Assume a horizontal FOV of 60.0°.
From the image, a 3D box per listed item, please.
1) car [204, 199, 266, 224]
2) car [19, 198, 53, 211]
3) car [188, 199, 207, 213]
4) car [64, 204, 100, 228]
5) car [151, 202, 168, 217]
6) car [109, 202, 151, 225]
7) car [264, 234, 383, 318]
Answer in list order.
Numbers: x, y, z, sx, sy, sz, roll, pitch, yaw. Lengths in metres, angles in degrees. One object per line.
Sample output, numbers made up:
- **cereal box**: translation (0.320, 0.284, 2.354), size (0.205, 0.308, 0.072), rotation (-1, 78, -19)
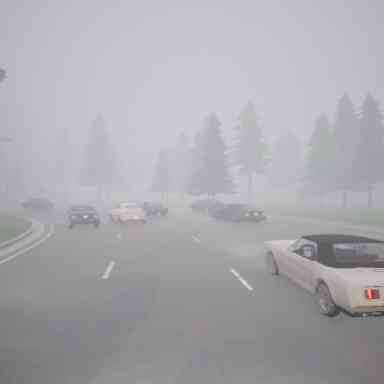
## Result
- **car**: translation (3.198, 1.520, 24.315), size (2.033, 1.411, 5.357), rotation (0, 0, -24)
- **car**: translation (-18.361, 1.447, 39.154), size (4.892, 1.490, 1.837), rotation (1, 0, 33)
- **car**: translation (1.459, 1.464, 34.821), size (1.837, 1.490, 4.892), rotation (1, -1, -34)
- **car**: translation (-7.358, 1.516, 22.003), size (2.033, 1.411, 5.357), rotation (0, 0, -24)
- **car**: translation (-4.084, 1.561, 30.366), size (1.895, 1.301, 4.718), rotation (0, 0, -34)
- **car**: translation (-4.712, 1.493, 24.136), size (1.812, 1.442, 4.674), rotation (0, 0, -25)
- **car**: translation (3.137, 1.594, 7.417), size (1.895, 1.301, 4.718), rotation (0, 0, -5)
